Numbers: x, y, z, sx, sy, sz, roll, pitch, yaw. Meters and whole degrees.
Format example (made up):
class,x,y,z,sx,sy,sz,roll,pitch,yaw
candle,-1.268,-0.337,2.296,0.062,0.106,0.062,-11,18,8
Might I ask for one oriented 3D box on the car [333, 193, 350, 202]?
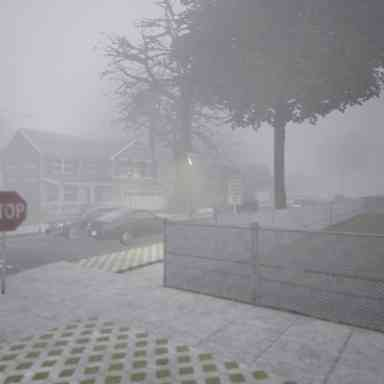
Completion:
class,x,y,z,sx,sy,sz,roll,pitch,yaw
car,23.362,0.886,51.866,1.837,1.490,4.892,1,2,35

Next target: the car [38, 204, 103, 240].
class,x,y,z,sx,sy,sz,roll,pitch,yaw
car,-5.194,1.408,16.757,2.128,1.511,4.902,1,1,35

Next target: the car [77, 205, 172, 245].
class,x,y,z,sx,sy,sz,roll,pitch,yaw
car,-2.652,1.482,15.414,1.812,1.442,4.674,1,1,35

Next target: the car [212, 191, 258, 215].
class,x,y,z,sx,sy,sz,roll,pitch,yaw
car,3.994,0.967,29.680,2.150,2.045,5.566,1,1,35

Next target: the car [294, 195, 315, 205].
class,x,y,z,sx,sy,sz,roll,pitch,yaw
car,15.486,1.066,45.698,1.994,1.385,4.181,1,1,35
